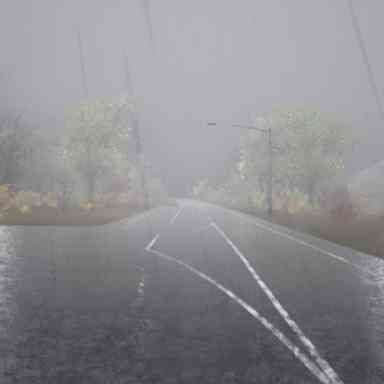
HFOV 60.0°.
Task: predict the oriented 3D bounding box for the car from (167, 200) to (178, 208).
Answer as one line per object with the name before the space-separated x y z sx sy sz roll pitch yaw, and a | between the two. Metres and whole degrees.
car | -3.747 2.338 64.550 1.994 1.385 4.181 0 -1 0
